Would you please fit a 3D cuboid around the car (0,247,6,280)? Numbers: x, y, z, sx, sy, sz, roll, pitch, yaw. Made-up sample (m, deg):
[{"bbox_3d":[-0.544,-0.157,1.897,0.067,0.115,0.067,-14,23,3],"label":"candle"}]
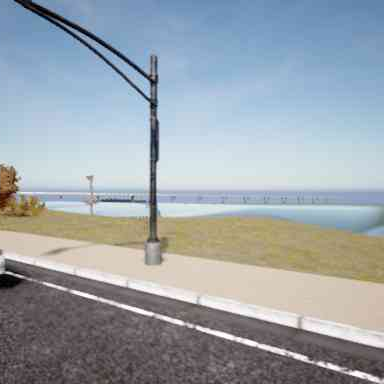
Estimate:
[{"bbox_3d":[-6.396,1.512,8.248,4.674,1.442,1.812,0,0,36],"label":"car"}]
